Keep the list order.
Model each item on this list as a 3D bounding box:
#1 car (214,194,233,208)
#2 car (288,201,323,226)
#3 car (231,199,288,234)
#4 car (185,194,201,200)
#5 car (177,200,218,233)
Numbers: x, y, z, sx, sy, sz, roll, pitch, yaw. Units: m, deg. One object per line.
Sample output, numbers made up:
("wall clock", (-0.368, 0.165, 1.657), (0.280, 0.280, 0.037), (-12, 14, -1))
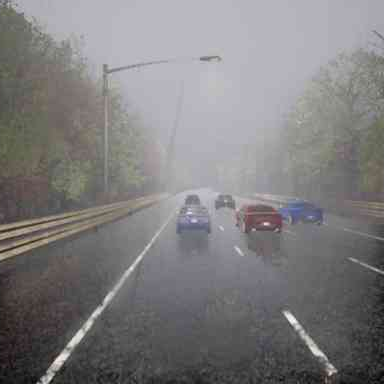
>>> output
("car", (3.594, 0.993, 37.453), (2.097, 1.767, 4.553), (0, 1, 0))
("car", (7.095, 1.325, 22.389), (1.882, 1.535, 5.008), (0, 1, 0))
("car", (3.597, 1.370, 18.619), (1.882, 1.535, 5.008), (0, 1, 0))
("car", (0.095, 1.077, 42.467), (1.837, 1.490, 4.892), (0, 1, 0))
("car", (0.098, 1.438, 18.750), (2.033, 1.411, 5.357), (0, 1, 0))
